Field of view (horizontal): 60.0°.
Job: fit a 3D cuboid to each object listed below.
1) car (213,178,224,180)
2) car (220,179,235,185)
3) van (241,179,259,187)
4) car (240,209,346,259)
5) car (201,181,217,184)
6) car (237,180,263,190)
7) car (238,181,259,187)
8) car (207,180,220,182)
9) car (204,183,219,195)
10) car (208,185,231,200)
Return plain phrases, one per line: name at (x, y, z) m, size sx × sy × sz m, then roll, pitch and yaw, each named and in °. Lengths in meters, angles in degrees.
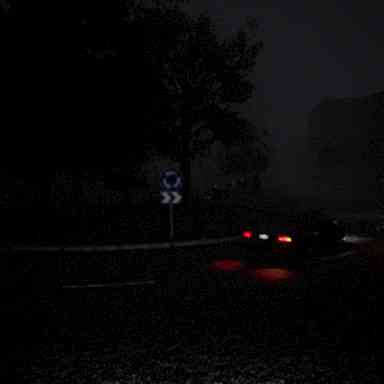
car at (7.323, -2.219, 87.974) m, size 1.895 × 1.301 × 4.718 m, roll 0°, pitch 3°, yaw 12°
car at (7.705, -1.435, 72.251) m, size 2.128 × 1.511 × 4.902 m, roll 0°, pitch 3°, yaw 9°
van at (14.554, -2.180, 83.641) m, size 4.442 × 1.987 × 1.878 m, roll 0°, pitch 3°, yaw 11°
car at (3.748, 1.307, 11.714) m, size 2.033 × 1.411 × 5.357 m, roll 1°, pitch 2°, yaw 40°
car at (3.421, -0.749, 63.371) m, size 2.033 × 1.411 × 5.357 m, roll 0°, pitch 3°, yaw 8°
car at (11.837, -1.060, 67.596) m, size 4.892 × 1.521 × 2.231 m, roll 0°, pitch 3°, yaw 9°
car at (14.769, -2.117, 86.391) m, size 5.366 × 1.575 × 1.946 m, roll 0°, pitch 3°, yaw 11°
car at (4.833, -1.352, 73.316) m, size 1.882 × 1.535 × 5.008 m, roll 0°, pitch 3°, yaw 9°
car at (3.026, -0.223, 53.481) m, size 1.994 × 1.385 × 4.181 m, roll 0°, pitch 3°, yaw 2°
car at (3.626, 0.220, 43.100) m, size 1.837 × 1.490 × 4.892 m, roll 0°, pitch 2°, yaw -6°
